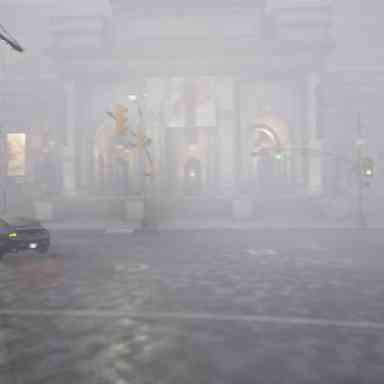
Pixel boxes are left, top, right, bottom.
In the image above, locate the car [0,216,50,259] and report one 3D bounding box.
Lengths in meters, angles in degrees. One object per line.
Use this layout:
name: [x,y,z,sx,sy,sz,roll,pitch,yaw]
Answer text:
car: [-7.671,1.740,13.652,4.892,1.490,1.837,-1,-2,39]
